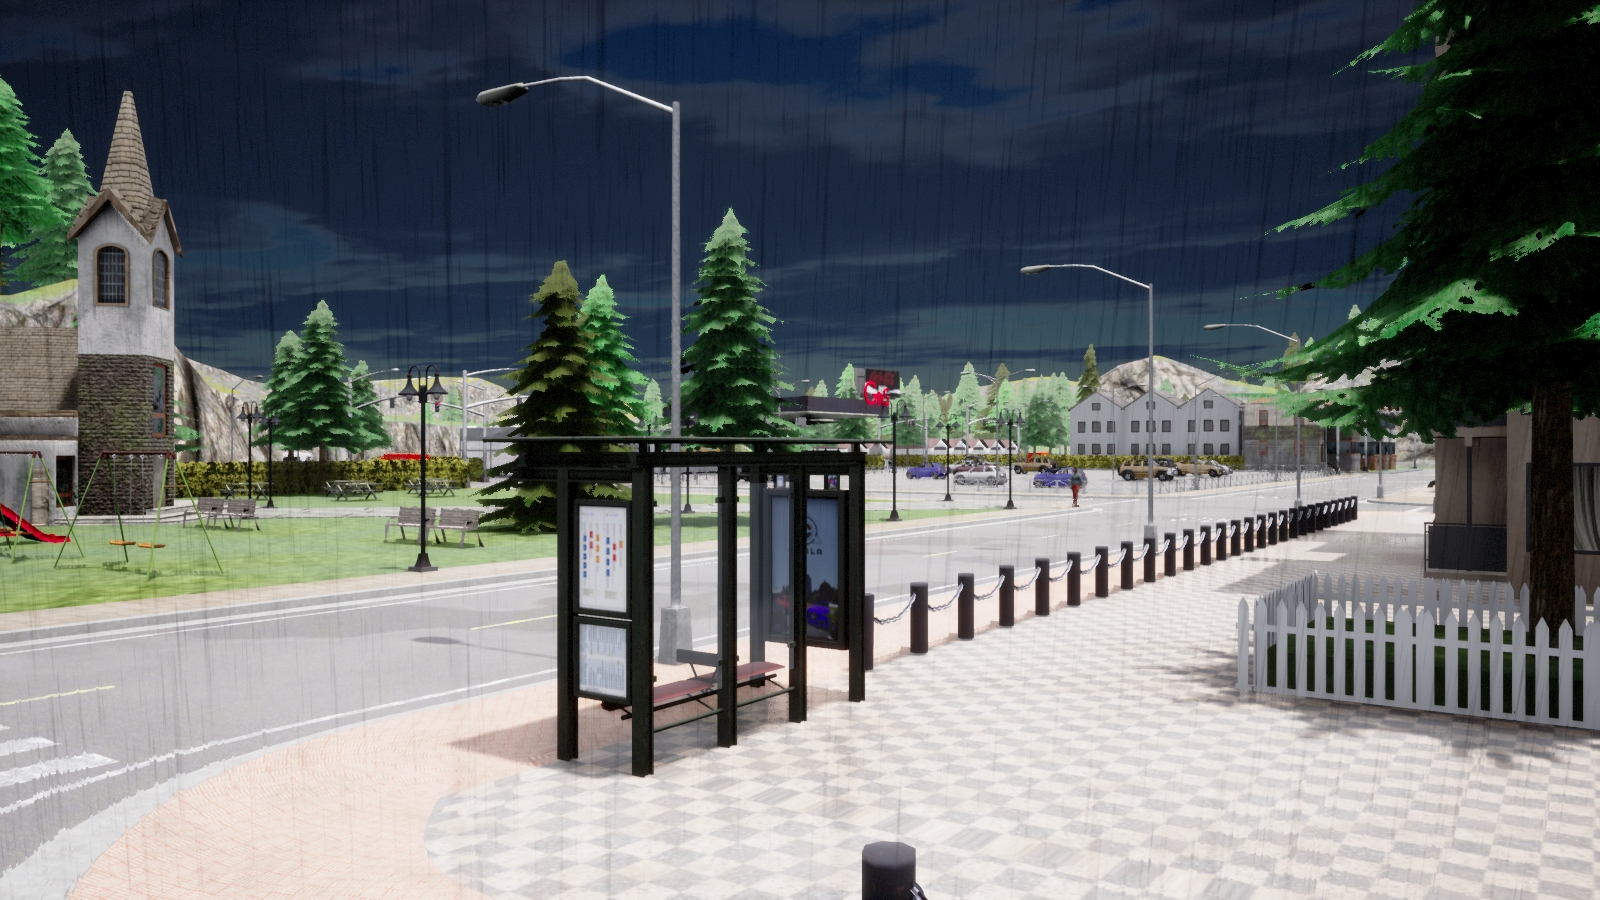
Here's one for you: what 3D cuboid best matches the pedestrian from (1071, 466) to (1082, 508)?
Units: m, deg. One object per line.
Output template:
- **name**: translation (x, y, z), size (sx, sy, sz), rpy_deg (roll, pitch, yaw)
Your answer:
- **pedestrian**: translation (12.477, 1.665, 51.604), size (0.375, 1.860, 0.375), rpy_deg (0, 0, 38)
